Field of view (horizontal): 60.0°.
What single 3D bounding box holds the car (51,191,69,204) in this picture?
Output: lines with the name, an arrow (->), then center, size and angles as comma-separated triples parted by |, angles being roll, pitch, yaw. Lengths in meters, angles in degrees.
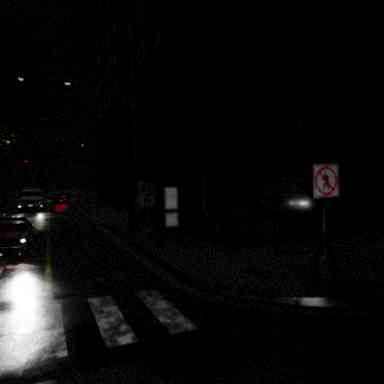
car -> -16.707, 0.638, 42.274 | 1.837, 1.490, 4.892 | -1, 3, -23

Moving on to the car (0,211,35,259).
car -> -7.123, 1.687, 12.764 | 1.895, 1.301, 4.718 | -1, 1, -23

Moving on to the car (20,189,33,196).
car -> -33.625, 0.066, 67.715 | 2.008, 1.369, 4.403 | 1, 1, -23

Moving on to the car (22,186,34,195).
car -> -35.608, -0.256, 72.284 | 2.192, 1.841, 5.009 | 1, 1, -23

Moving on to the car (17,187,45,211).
car -> -15.711, 0.778, 32.677 | 2.150, 2.045, 5.566 | -1, 3, -23

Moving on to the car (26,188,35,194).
car -> -39.827, -0.201, 81.989 | 1.887, 1.381, 4.507 | 0, 1, -23

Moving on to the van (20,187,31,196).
van -> -32.300, -0.086, 64.667 | 1.690, 1.788, 3.998 | 1, 1, -23
